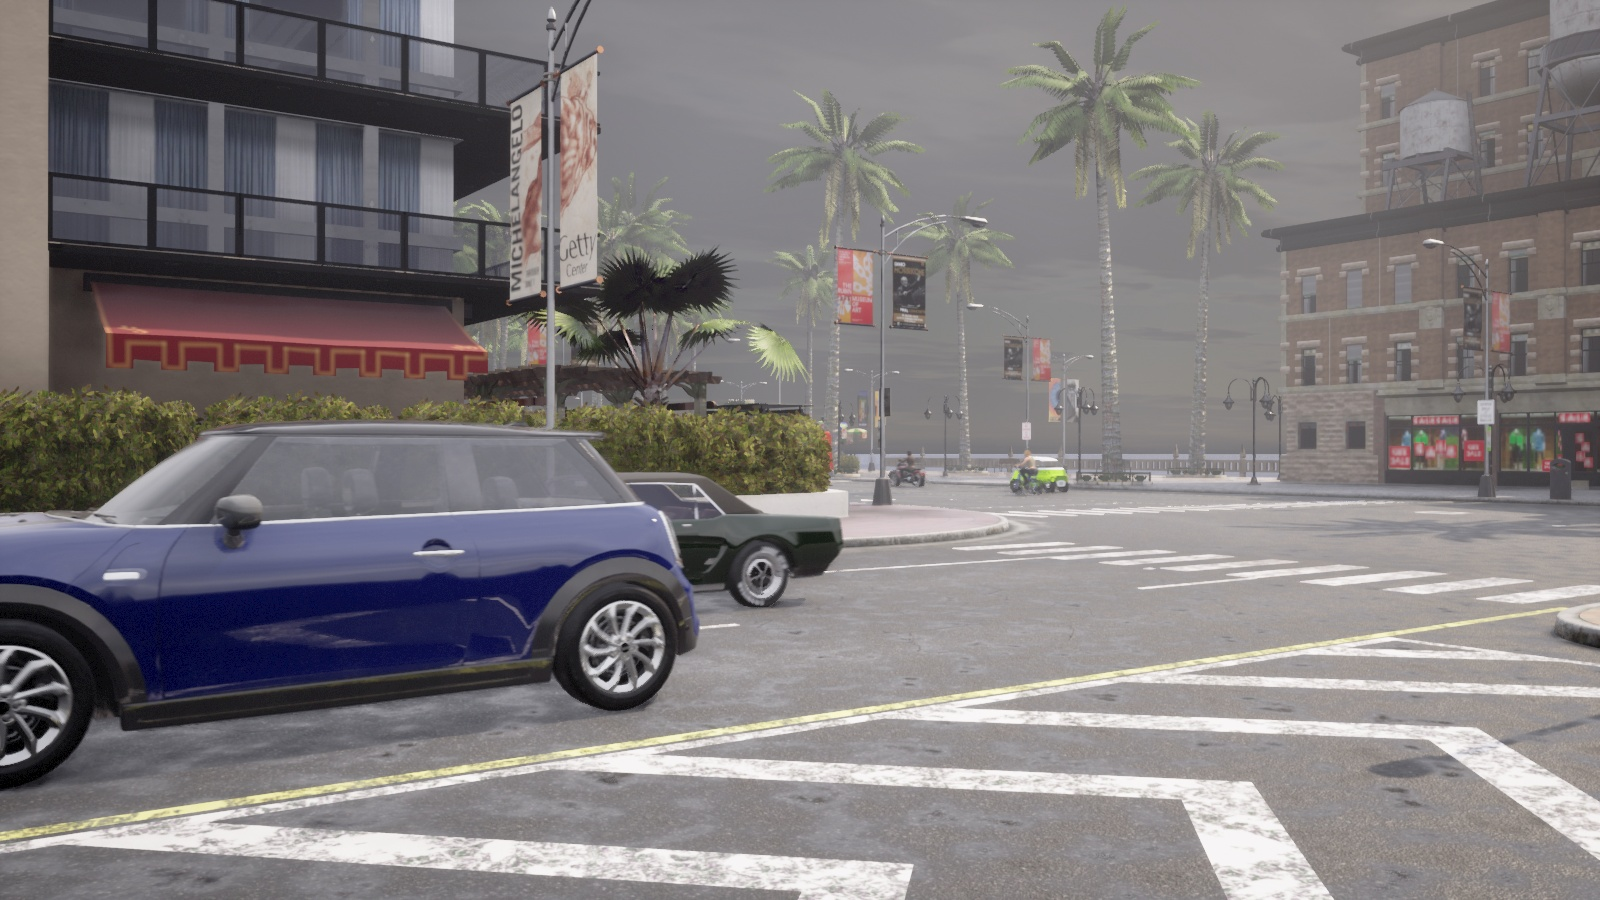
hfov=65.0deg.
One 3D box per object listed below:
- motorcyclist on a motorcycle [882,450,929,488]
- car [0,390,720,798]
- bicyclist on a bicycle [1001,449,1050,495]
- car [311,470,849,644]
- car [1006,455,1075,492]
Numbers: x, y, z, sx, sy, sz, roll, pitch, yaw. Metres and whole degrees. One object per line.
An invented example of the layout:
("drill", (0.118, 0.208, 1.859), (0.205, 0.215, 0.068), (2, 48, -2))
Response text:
("motorcyclist on a motorcycle", (4.658, 0.820, 55.512), (0.766, 1.649, 2.350), (0, 0, -35))
("car", (-2.950, 0.627, 7.089), (4.553, 1.767, 2.097), (0, 0, -35))
("bicyclist on a bicycle", (7.971, 0.773, 44.429), (0.866, 1.612, 1.509), (0, -1, -35))
("car", (-1.985, 0.879, 12.024), (4.718, 1.301, 1.895), (0, 0, -35))
("car", (9.316, 0.899, 48.661), (1.481, 1.376, 2.207), (0, 0, -34))
